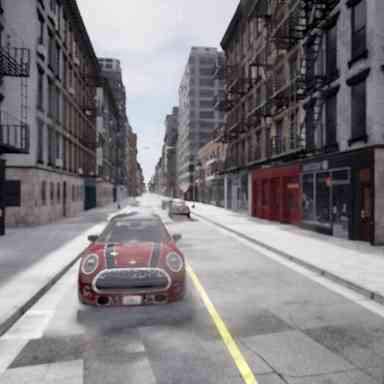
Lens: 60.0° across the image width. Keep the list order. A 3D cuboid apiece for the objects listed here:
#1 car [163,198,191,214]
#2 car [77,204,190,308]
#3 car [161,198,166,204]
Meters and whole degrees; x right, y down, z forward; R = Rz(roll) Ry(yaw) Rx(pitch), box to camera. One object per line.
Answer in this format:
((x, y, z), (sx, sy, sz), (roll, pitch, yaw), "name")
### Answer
((-1.252, 1.562, 30.339), (2.033, 1.411, 5.357), (0, 0, -7), "car")
((-1.380, 1.355, 8.211), (2.097, 1.767, 4.553), (0, 0, -8), "car")
((-3.114, 1.503, 44.156), (2.128, 1.511, 4.902), (0, 0, -7), "car")
